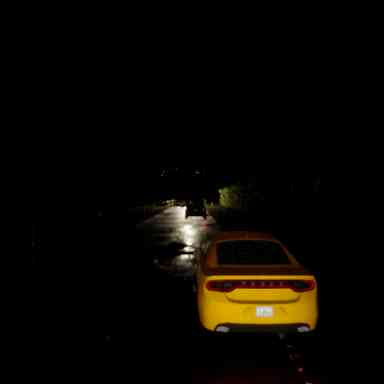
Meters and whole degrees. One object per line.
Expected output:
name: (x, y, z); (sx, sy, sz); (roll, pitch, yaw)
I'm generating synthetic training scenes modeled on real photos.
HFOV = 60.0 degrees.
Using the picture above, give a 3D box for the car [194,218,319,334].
car: (1.041, 1.564, 7.151); (1.882, 1.535, 5.008); (0, -1, 0)

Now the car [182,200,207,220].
car: (0.379, 1.766, 33.313); (2.097, 1.767, 4.553); (0, -1, 1)

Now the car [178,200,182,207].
car: (-2.109, 2.408, 71.494); (1.837, 1.490, 4.892); (0, -1, 0)

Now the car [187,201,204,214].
car: (0.462, 2.033, 43.506); (2.128, 1.511, 4.902); (0, -1, 1)
